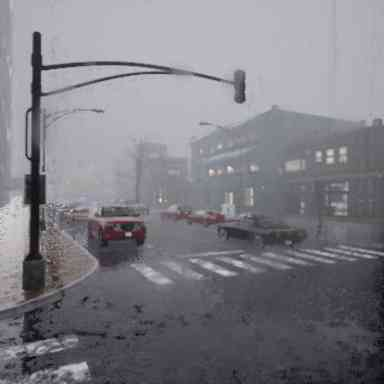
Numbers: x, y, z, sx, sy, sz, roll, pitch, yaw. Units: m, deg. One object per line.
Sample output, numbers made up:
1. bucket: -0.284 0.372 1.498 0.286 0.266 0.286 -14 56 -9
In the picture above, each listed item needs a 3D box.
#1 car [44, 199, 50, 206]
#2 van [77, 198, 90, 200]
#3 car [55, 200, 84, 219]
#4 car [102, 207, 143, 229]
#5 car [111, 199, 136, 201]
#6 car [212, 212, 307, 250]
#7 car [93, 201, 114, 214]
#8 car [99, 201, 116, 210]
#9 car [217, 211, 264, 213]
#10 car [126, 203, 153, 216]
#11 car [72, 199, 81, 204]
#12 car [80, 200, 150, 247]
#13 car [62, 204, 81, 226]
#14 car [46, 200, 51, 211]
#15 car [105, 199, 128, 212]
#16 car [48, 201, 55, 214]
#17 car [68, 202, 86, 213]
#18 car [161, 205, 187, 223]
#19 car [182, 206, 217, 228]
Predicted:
1. car: -21.380 2.124 51.019 1.887 1.381 4.507 2 -1 -27
2. van: -23.930 2.224 74.600 1.690 1.788 3.998 2 -1 -27
3. car: -11.349 1.805 31.232 1.967 1.590 4.097 2 -1 -27
4. car: -5.341 1.877 25.080 1.994 1.385 4.181 1 -1 -27
5. car: -8.885 1.896 44.915 2.192 1.841 5.009 2 -1 -27
6. car: 3.036 1.827 15.721 1.895 1.301 4.718 1 -1 -26
7. car: -12.236 2.073 45.642 1.837 1.490 4.892 1 -1 -26
8. car: -13.981 2.212 54.959 1.752 1.417 4.829 2 -1 -27
9. car: 3.646 1.844 20.175 1.887 1.381 4.507 2 -1 -27
10. car: -6.383 2.077 39.964 2.008 1.369 4.403 2 -1 -27
11. car: -30.913 2.547 89.028 1.812 1.442 4.674 1 -1 -27
12. car: -3.825 1.508 16.393 2.192 1.841 5.009 2 -1 -27
13. car: -8.844 1.890 26.282 1.802 1.307 4.206 2 -1 -27
14. car: -18.873 2.109 46.071 1.802 1.307 4.206 2 -1 -27
15. car: -11.393 1.949 49.865 2.192 1.841 5.009 2 -1 -27
16. car: -16.366 2.056 41.122 1.802 1.307 4.206 2 -1 -27
17. car: -16.176 2.155 46.627 1.895 1.301 4.718 1 -1 -26
18. car: -1.367 1.855 30.073 1.967 1.590 4.097 2 -1 -27
19. car: 1.139 1.939 25.121 1.802 1.307 4.206 2 -1 -27
